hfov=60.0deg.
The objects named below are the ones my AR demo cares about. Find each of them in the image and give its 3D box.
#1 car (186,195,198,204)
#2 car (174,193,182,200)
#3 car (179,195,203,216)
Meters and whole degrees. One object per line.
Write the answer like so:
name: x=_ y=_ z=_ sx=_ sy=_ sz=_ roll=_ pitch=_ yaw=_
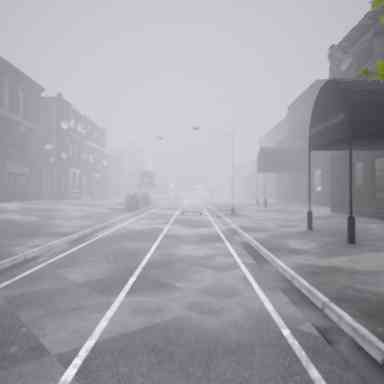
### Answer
car: x=-0.013 y=1.269 z=60.997 sx=2.163 sy=1.488 sz=4.792 roll=0 pitch=0 yaw=0
car: x=-3.017 y=1.037 z=75.628 sx=1.882 sy=1.535 sz=5.008 roll=0 pitch=0 yaw=0
car: x=-0.006 y=1.311 z=30.115 sx=1.812 sy=1.442 sz=4.674 roll=0 pitch=0 yaw=0
